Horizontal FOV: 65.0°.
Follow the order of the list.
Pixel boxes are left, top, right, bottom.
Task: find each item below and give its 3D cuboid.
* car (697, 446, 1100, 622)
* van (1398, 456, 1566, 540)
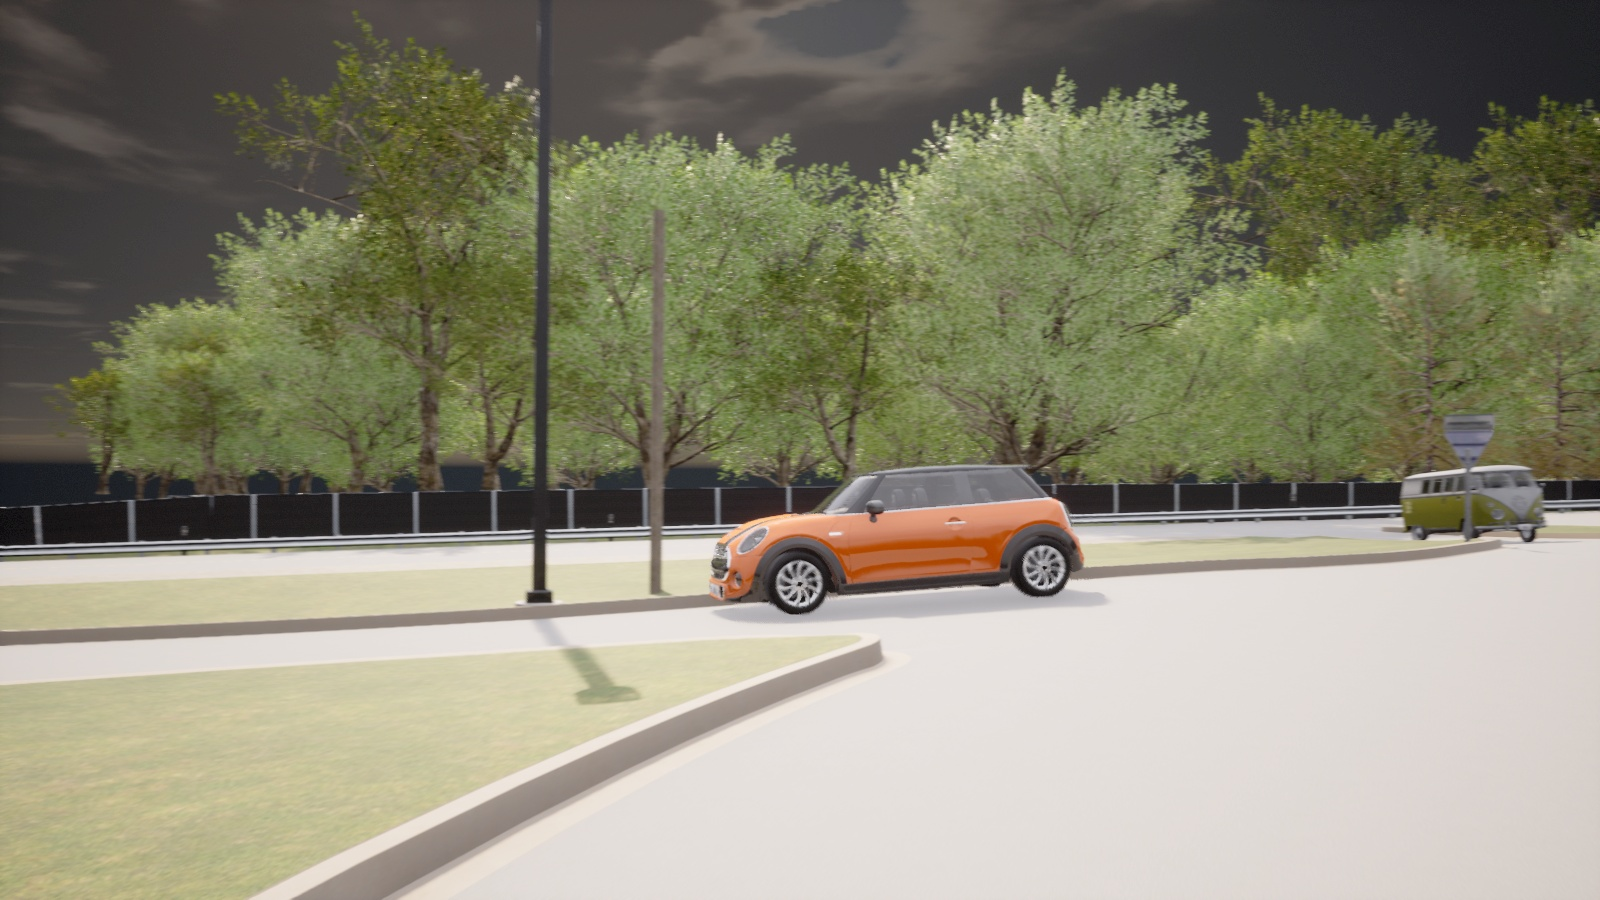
[{"bbox_3d":[1.147,1.007,15.804,4.553,1.767,2.097,-3,-2,-12],"label":"car"},{"bbox_3d":[17.837,1.336,33.118,1.775,1.987,4.442,-3,-4,-1],"label":"van"}]
